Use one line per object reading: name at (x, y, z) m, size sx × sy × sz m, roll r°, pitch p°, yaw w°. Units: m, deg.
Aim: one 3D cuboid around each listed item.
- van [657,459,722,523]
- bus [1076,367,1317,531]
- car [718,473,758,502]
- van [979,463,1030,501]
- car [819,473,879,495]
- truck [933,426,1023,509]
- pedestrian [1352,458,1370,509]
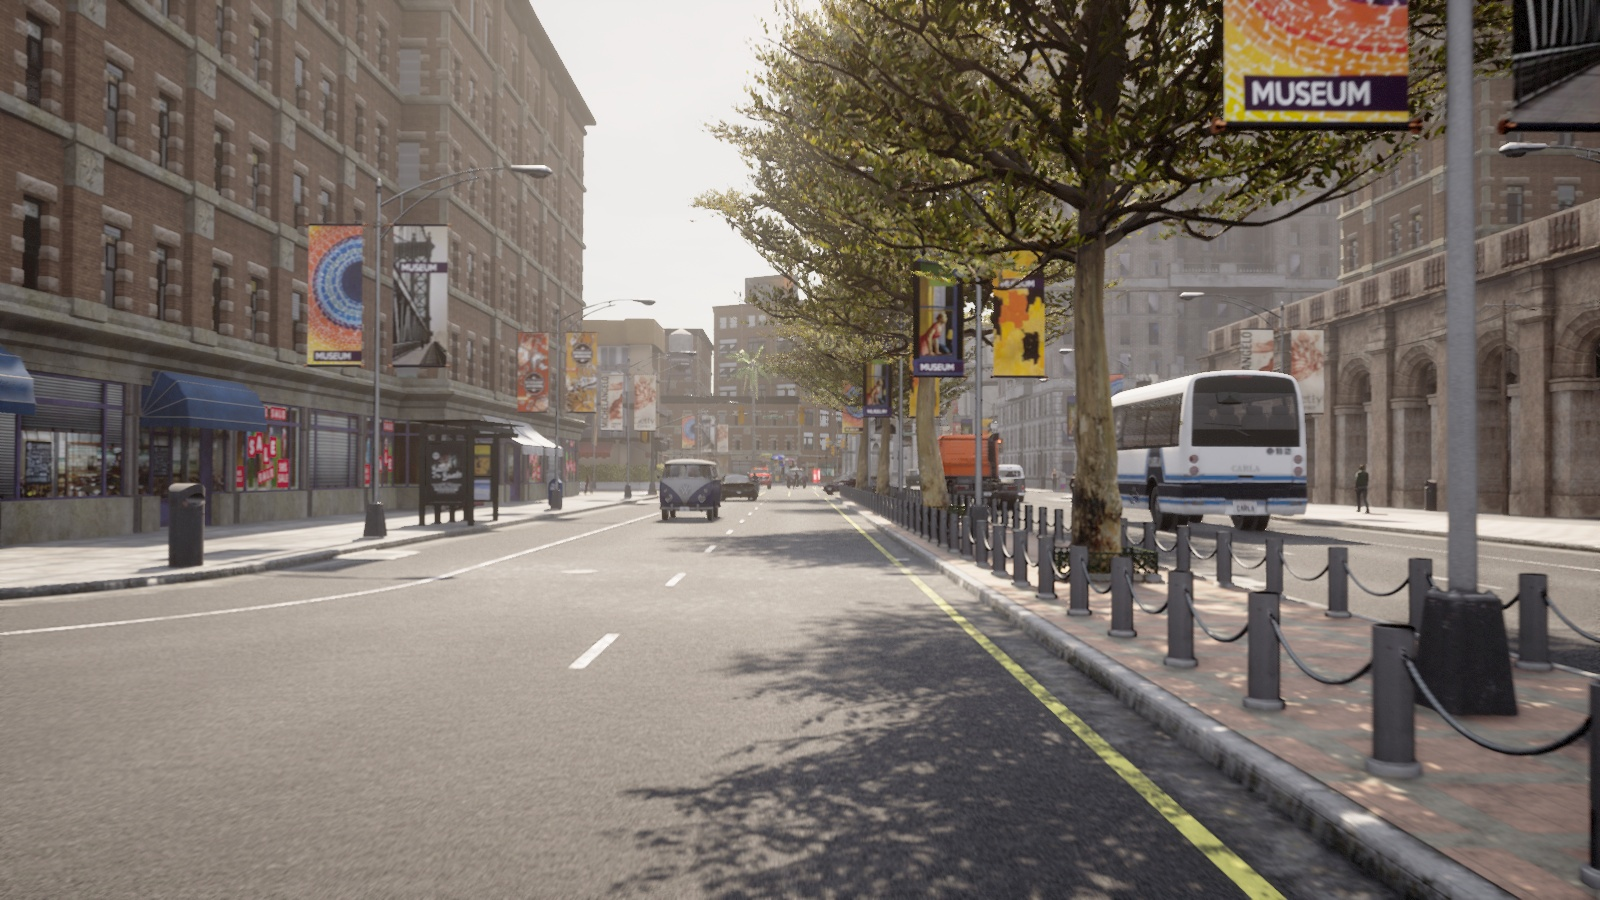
van at (-3.604, 1.325, 41.605) m, size 1.775 × 1.987 × 4.442 m, roll 0°, pitch -1°, yaw 0°
bus at (11.401, 0.066, 37.691) m, size 3.944 × 4.253 × 10.273 m, roll 0°, pitch -1°, yaw 0°
car at (-3.458, 2.038, 69.041) m, size 1.882 × 1.535 × 5.008 m, roll 0°, pitch -1°, yaw -6°
van at (11.327, 1.738, 69.793) m, size 2.069 × 2.038 × 4.480 m, roll 0°, pitch -1°, yaw 0°
car at (3.462, 2.381, 87.831) m, size 1.816 × 1.474 × 4.193 m, roll -1°, pitch -2°, yaw 45°
truck at (7.856, 0.810, 56.559) m, size 2.891 × 3.462 × 7.936 m, roll 0°, pitch -1°, yaw 0°
pedestrian at (20.497, 1.208, 45.894) m, size 0.353 × 1.847 × 0.614 m, roll 0°, pitch -1°, yaw 1°
